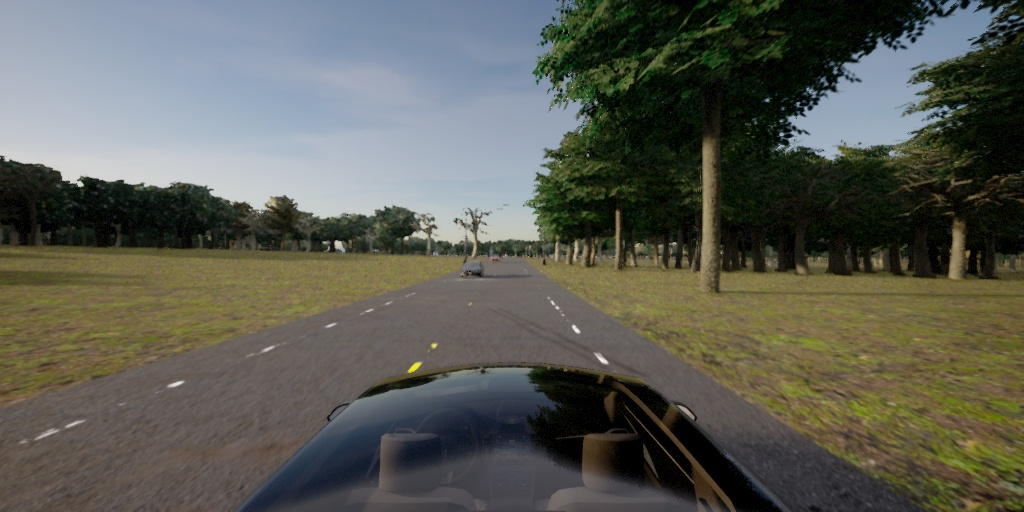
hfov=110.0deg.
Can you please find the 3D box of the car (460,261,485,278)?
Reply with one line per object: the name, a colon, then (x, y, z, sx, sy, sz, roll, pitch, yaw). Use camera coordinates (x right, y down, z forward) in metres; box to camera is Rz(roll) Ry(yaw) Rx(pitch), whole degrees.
car: (-3.589, 1.227, 33.301, 1.837, 1.490, 4.892, 0, 0, 0)
